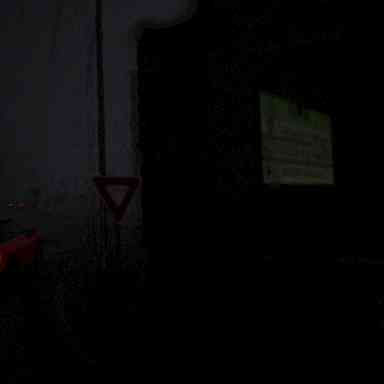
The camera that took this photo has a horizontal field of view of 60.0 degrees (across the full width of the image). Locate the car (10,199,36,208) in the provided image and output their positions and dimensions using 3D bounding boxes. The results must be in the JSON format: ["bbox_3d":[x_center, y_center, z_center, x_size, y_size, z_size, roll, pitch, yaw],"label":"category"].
[{"bbox_3d":[-22.757,1.699,44.833,1.812,1.442,4.674,-2,2,-4],"label":"car"}]

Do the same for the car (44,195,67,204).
[{"bbox_3d":[-22.484,1.143,54.748,1.812,1.442,4.674,-2,3,7],"label":"car"}]

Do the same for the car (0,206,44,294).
[{"bbox_3d":[-5.555,1.502,9.068,2.097,1.767,4.553,-2,0,-14],"label":"car"}]

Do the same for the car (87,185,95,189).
[{"bbox_3d":[-22.940,-0.637,78.633,2.150,2.045,5.566,-2,3,7],"label":"car"}]

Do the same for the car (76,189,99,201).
[{"bbox_3d":[-17.360,0.741,57.083,4.892,1.521,2.231,-3,3,-12],"label":"car"}]
